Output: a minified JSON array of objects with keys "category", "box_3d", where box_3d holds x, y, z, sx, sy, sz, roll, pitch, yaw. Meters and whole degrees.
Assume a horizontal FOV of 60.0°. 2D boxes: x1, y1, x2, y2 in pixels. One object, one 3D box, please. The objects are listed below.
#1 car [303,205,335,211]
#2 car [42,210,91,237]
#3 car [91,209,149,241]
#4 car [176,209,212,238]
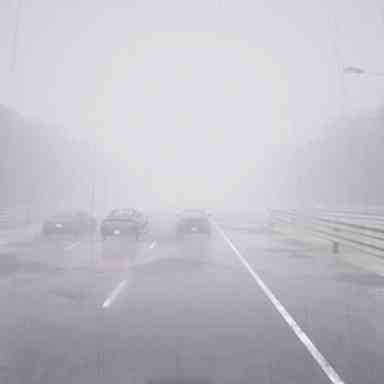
[{"category":"car","box_3d":[10.764,1.838,28.890,1.812,1.442,4.674,0,0,-12]},{"category":"car","box_3d":[-6.895,1.721,19.215,1.994,1.385,4.181,0,0,0]},{"category":"car","box_3d":[-3.395,1.634,17.485,2.128,1.511,4.902,0,0,0]},{"category":"car","box_3d":[0.106,1.679,18.739,1.812,1.442,4.674,0,0,0]}]
